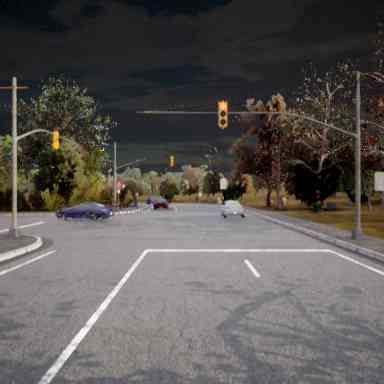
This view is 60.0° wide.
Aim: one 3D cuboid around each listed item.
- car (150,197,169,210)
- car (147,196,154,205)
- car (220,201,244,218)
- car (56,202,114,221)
[{"bbox_3d":[-3.968,1.664,43.545,1.895,1.301,4.718,0,0,-2],"label":"car"},{"bbox_3d":[-8.718,1.888,74.622,2.150,2.045,5.566,0,-1,-16],"label":"car"},{"bbox_3d":[3.596,1.517,30.330,1.812,1.442,4.674,0,0,0],"label":"car"},{"bbox_3d":[-8.585,1.537,26.704,4.674,1.442,1.812,0,-1,16],"label":"car"}]
